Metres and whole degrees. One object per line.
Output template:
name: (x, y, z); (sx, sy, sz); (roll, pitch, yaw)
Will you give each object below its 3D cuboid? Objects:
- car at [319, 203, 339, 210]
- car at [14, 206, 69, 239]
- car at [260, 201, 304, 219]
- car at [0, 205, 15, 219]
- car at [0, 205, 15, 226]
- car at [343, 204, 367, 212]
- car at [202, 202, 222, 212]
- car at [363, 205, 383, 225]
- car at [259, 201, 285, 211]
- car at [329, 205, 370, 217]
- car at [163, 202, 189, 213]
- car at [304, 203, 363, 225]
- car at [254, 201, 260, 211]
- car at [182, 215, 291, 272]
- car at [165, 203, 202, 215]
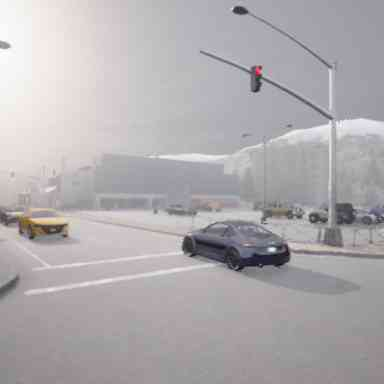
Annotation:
car: (30.237, 3.244, 73.436); (1.845, 1.501, 3.633); (1, -2, -36)
car: (-8.340, 1.654, 18.571); (1.882, 1.535, 5.008); (1, -1, -36)
car: (10.264, 2.024, 37.215); (1.932, 1.855, 4.605); (1, -2, -36)
car: (-20.026, 2.024, 34.897); (1.895, 1.301, 4.718); (1, -2, -35)
car: (-14.094, 1.845, 26.584); (2.033, 1.411, 5.357); (1, -1, -35)
car: (32.170, 3.106, 65.678); (1.970, 1.475, 3.806); (1, -2, -36)
car: (2.621, 2.353, 53.137); (2.152, 1.636, 5.027); (1, -2, -36)
car: (15.262, 2.184, 30.362); (1.970, 1.475, 3.806); (1, -2, -36)
car: (15.101, 2.608, 62.669); (1.932, 1.855, 4.605); (1, -2, -36)
car: (20.773, 2.458, 43.931); (2.007, 1.523, 4.514); (1, -2, -36)
car: (-2.390, 2.302, 49.115); (1.970, 1.475, 3.806); (1, -2, -36)
car: (12.212, 1.843, 28.916); (1.905, 1.878, 3.866); (1, -2, -36)
car: (12.988, 2.525, 60.633); (1.905, 1.878, 3.866); (1, -2, -36)
car: (1.324, 1.670, 11.397); (1.994, 1.385, 4.181); (1, -1, -30)
car: (-1.228, 2.211, 41.257); (2.007, 1.523, 4.514); (1, -2, -36)
